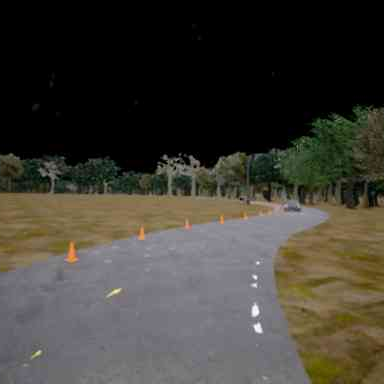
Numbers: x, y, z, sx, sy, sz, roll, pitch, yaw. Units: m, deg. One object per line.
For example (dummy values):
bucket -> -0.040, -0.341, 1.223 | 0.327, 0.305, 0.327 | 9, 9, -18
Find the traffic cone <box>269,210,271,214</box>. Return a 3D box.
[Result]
traffic cone -> 8.937, 2.239, 38.070 | 0.340, 0.580, 0.340 | 1, 0, 23

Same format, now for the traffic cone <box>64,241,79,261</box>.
traffic cone -> -3.799, 1.858, 10.518 | 0.340, 0.580, 0.340 | 1, 0, 13

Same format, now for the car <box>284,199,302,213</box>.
car -> 13.137, 1.756, 43.255 | 2.097, 1.767, 4.553 | 1, 0, 19

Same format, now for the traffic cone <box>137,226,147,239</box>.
traffic cone -> -2.332, 1.897, 15.617 | 0.340, 0.580, 0.340 | 1, 0, 19

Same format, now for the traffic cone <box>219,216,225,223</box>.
traffic cone -> 2.269, 2.027, 25.124 | 0.340, 0.580, 0.340 | 1, 0, 32

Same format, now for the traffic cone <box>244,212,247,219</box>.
traffic cone -> 4.716, 2.099, 29.322 | 0.340, 0.580, 0.340 | 1, 0, 29
